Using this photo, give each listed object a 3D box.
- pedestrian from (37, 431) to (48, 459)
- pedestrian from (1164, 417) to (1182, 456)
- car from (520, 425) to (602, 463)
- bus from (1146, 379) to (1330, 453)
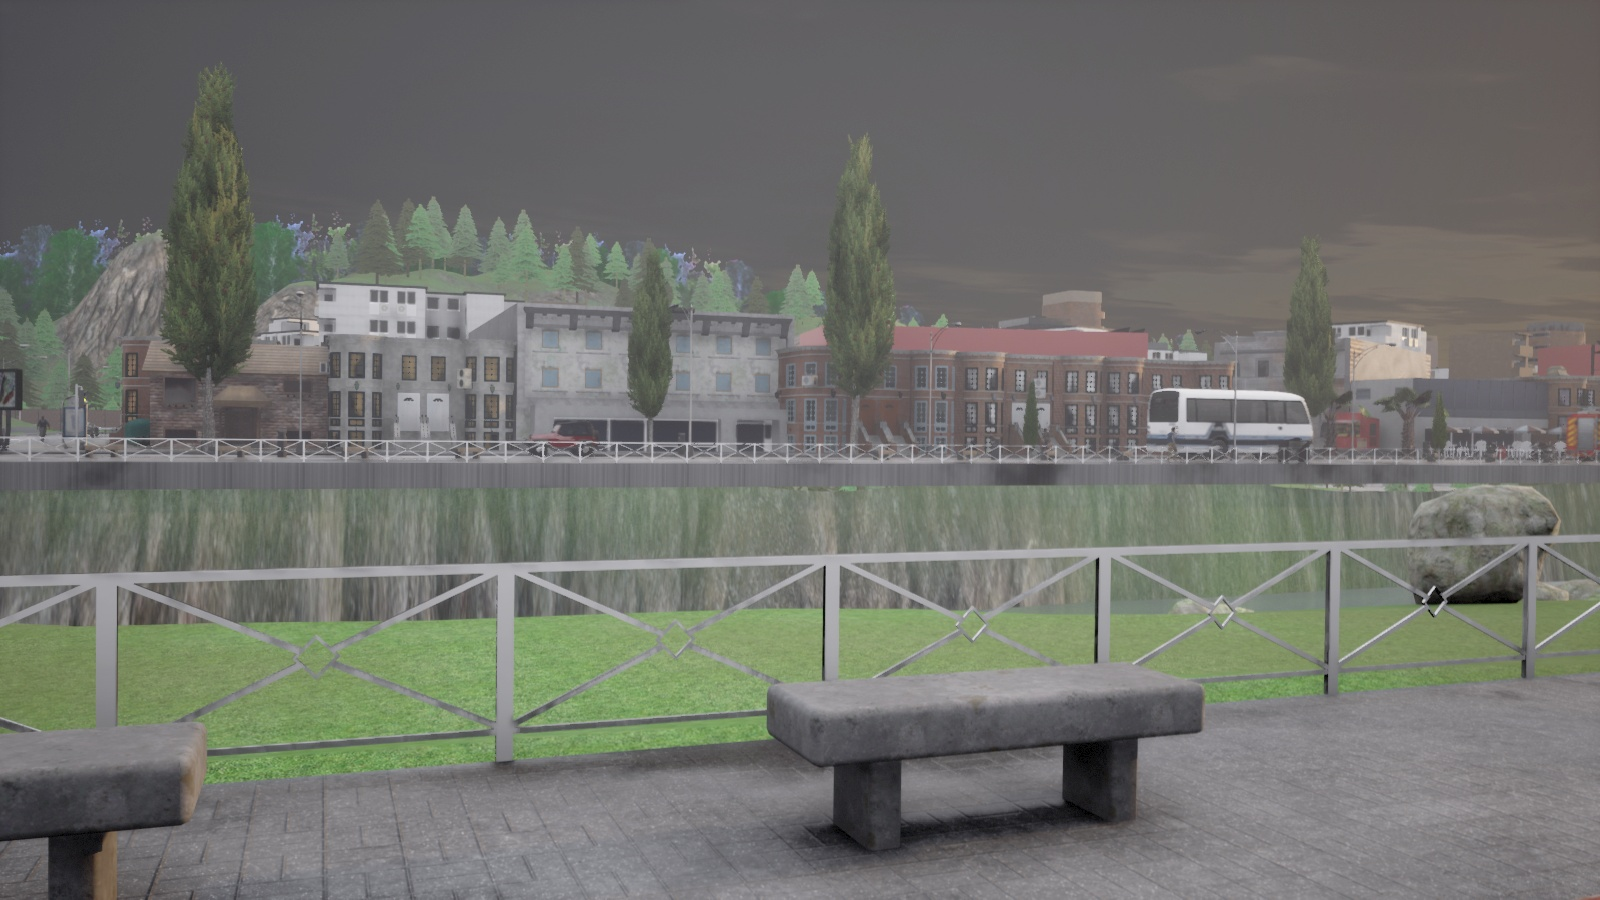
[{"bbox_3d":[-51.222,-0.345,84.899,0.563,1.883,0.849,-1,1,-30],"label":"pedestrian"},{"bbox_3d":[18.887,-0.683,63.583,0.788,1.949,0.423,-1,1,-23],"label":"pedestrian"},{"bbox_3d":[-12.371,-0.316,65.020,3.866,1.878,1.905,-1,1,-21],"label":"car"},{"bbox_3d":[26.314,-2.030,75.440,10.273,4.253,3.944,-1,1,-21],"label":"bus"}]
